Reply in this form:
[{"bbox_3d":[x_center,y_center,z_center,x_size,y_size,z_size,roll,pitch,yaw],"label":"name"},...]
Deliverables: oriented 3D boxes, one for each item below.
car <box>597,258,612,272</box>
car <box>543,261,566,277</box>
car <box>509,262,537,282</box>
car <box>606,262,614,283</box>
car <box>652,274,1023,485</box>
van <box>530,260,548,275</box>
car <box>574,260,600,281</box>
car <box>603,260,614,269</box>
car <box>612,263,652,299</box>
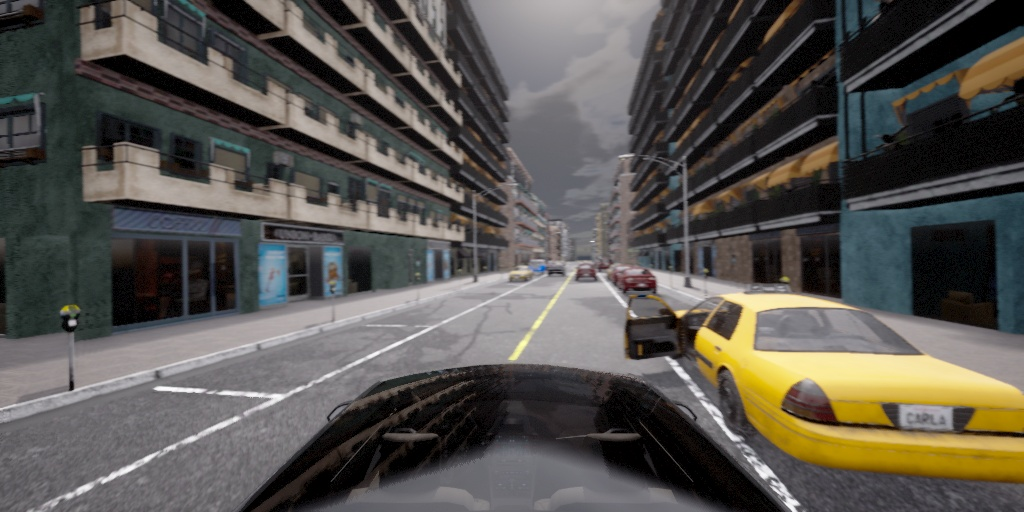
[{"bbox_3d":[12.468,1.187,47.672,2.192,1.841,5.009,0,0,11],"label":"car"},{"bbox_3d":[4.929,1.550,39.377,1.895,1.301,4.718,-1,-1,12],"label":"car"},{"bbox_3d":[0.867,1.499,32.536,1.751,1.417,4.829,0,0,11],"label":"car"},{"bbox_3d":[7.991,1.313,25.479,1.888,1.381,4.507,0,0,11],"label":"car"},{"bbox_3d":[3.523,1.159,5.128,1.801,1.575,5.366,-1,0,11],"label":"car"},{"bbox_3d":[3.140,1.367,43.802,1.690,1.789,3.998,0,0,11],"label":"van"},{"bbox_3d":[6.541,1.374,31.626,1.812,1.442,4.674,-1,0,12],"label":"car"},{"bbox_3d":[9.143,1.316,31.191,1.751,1.417,4.829,0,0,11],"label":"car"},{"bbox_3d":[6.871,1.294,19.925,1.888,1.381,4.507,0,0,11],"label":"car"}]
